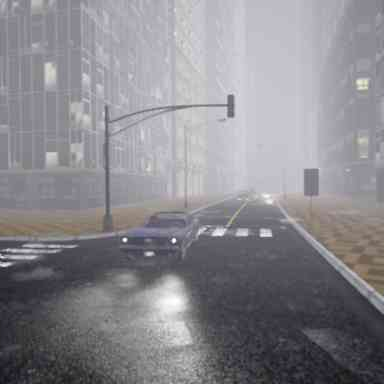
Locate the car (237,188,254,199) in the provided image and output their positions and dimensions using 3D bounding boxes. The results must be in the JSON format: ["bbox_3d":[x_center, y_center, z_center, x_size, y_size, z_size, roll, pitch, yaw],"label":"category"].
[{"bbox_3d":[8.453,0.287,53.885,2.033,1.411,5.357,0,1,15],"label":"car"}]

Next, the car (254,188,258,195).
[{"bbox_3d":[12.337,-0.122,67.891,1.837,1.490,4.892,0,1,16],"label":"car"}]

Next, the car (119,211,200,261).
[{"bbox_3d":[-0.920,1.381,11.614,1.895,1.301,4.718,-1,2,8],"label":"car"}]
